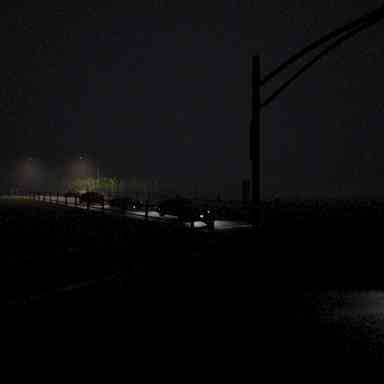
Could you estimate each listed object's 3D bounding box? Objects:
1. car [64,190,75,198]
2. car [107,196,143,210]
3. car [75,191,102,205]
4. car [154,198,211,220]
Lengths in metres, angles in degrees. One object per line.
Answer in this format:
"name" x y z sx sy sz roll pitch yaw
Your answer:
"car" -22.508 0.353 62.019 1.882 1.535 5.008 0 1 -35
"car" -6.586 1.050 32.610 1.895 1.301 4.718 0 1 -35
"car" -12.444 0.742 41.067 1.882 1.535 5.008 0 1 -35
"car" -0.854 1.178 24.355 2.033 1.411 5.357 0 1 -35
